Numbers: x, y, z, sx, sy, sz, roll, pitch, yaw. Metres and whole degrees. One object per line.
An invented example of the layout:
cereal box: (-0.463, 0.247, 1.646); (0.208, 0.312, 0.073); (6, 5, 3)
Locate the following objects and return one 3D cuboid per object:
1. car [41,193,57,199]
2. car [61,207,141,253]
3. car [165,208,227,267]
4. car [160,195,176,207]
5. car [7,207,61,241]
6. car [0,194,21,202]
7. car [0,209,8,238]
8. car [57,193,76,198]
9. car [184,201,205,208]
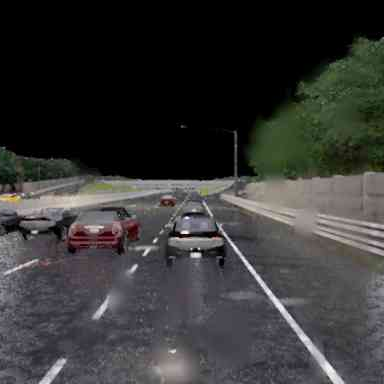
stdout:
car: (-24.186, 0.908, 57.249); (2.097, 1.767, 4.553); (0, 1, 1)
car: (-3.485, 1.398, 14.003); (2.097, 1.767, 4.553); (0, 0, 0)
car: (0.111, 1.538, 11.624); (2.128, 1.511, 4.902); (0, 0, 0)
car: (-3.299, 1.194, 45.911); (1.882, 1.535, 5.008); (0, 1, 1)
car: (-6.874, 1.529, 16.956); (2.128, 1.511, 4.902); (0, 0, 0)
car: (-27.804, 1.134, 50.112); (1.882, 1.535, 5.008); (0, 1, 1)
car: (-10.372, 1.597, 17.931); (1.994, 1.385, 4.181); (0, 0, 0)
car: (-20.698, 1.131, 56.604); (1.994, 1.385, 4.181); (0, 1, 1)
car: (0.185, 1.497, 30.231); (1.994, 1.385, 4.181); (0, 1, 0)
